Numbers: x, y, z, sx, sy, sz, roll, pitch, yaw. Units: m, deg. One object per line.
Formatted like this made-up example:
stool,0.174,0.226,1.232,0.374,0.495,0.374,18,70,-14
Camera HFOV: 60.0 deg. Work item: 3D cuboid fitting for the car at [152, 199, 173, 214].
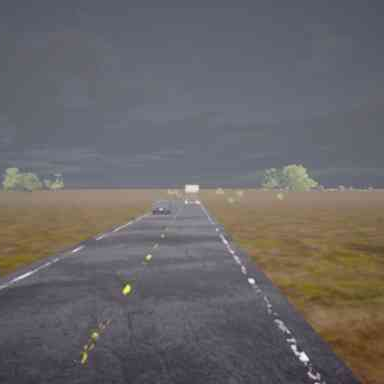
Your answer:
car,-3.076,1.520,34.968,1.837,1.490,4.892,0,0,0

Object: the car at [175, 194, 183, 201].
car,-2.966,1.283,77.210,1.882,1.535,5.008,0,0,0

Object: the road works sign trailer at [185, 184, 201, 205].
road works sign trailer,0.025,0.490,56.856,2.380,3.560,2.880,0,0,0
